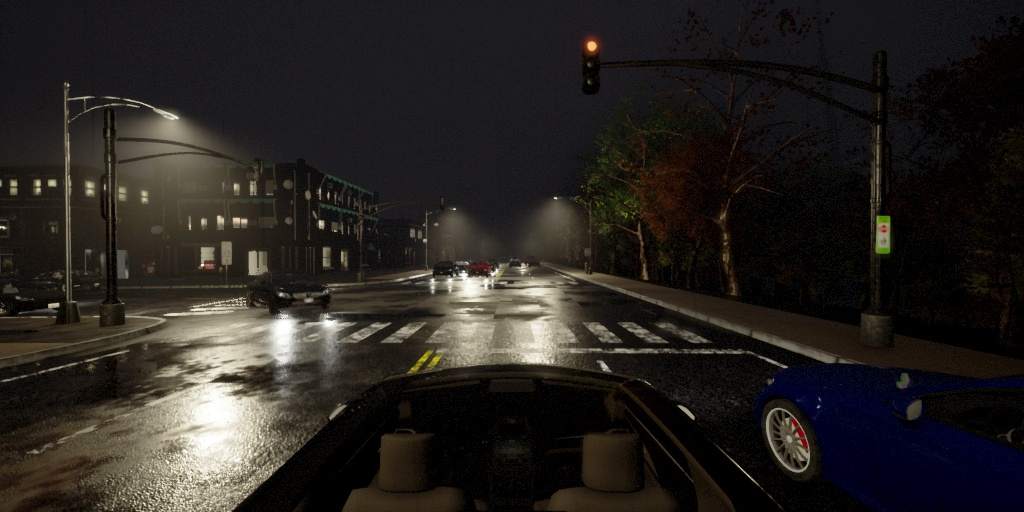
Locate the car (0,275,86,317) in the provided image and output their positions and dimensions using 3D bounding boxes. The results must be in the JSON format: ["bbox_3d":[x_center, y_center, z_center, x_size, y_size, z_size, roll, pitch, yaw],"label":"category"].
[{"bbox_3d":[-19.857,1.565,13.863,4.313,1.339,1.948,0,0,1],"label":"car"}]

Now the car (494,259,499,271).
[{"bbox_3d":[-3.006,1.261,44.686,1.812,1.442,4.674,0,0,1],"label":"car"}]

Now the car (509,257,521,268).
[{"bbox_3d":[0.572,1.291,62.553,1.994,1.385,4.181,0,0,0],"label":"car"}]

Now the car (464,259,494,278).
[{"bbox_3d":[-3.083,1.217,34.625,1.882,1.535,5.008,0,0,1],"label":"car"}]

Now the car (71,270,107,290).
[{"bbox_3d":[-28.124,1.560,22.439,4.403,1.370,2.007,0,0,1],"label":"car"}]

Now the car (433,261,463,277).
[{"bbox_3d":[-6.340,1.217,34.782,1.882,1.535,5.008,0,0,1],"label":"car"}]

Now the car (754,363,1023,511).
[{"bbox_3d":[3.355,1.276,1.682,1.812,1.442,4.674,0,0,1],"label":"car"}]

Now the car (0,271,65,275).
[{"bbox_3d":[-24.104,1.526,16.607,4.892,1.490,1.837,-1,1,1],"label":"car"}]

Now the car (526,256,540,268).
[{"bbox_3d":[3.813,1.205,61.989,1.882,1.535,5.008,0,0,1],"label":"car"}]

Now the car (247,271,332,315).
[{"bbox_3d":[-8.671,1.292,13.779,4.674,1.442,1.812,-1,-1,41],"label":"car"}]
